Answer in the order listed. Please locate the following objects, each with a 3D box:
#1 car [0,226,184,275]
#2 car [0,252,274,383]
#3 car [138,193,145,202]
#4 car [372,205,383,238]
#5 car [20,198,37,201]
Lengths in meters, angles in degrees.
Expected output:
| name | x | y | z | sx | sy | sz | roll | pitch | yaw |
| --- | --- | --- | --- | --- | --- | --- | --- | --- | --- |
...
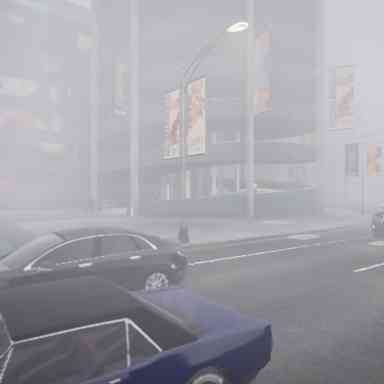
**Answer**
| name | x | y | z | sx | sy | sz | roll | pitch | yaw |
| --- | --- | --- | --- | --- | --- | --- | --- | --- | --- |
| car | -2.361 | 1.504 | 6.644 | 4.892 | 1.490 | 1.837 | 0 | 0 | -36 |
| car | -1.526 | 1.601 | 2.925 | 4.718 | 1.301 | 1.895 | 0 | 0 | -36 |
| car | -11.199 | 1.029 | 63.929 | 2.435 | 2.045 | 5.566 | 0 | 0 | -36 |
| car | 11.073 | 1.225 | 16.830 | 5.566 | 2.045 | 2.150 | 1 | 0 | -43 |
| car | -25.669 | 1.463 | 52.374 | 1.895 | 1.301 | 4.718 | 0 | 0 | -36 |
